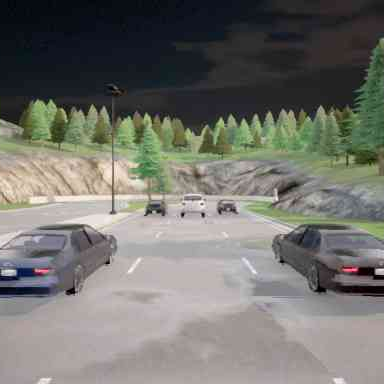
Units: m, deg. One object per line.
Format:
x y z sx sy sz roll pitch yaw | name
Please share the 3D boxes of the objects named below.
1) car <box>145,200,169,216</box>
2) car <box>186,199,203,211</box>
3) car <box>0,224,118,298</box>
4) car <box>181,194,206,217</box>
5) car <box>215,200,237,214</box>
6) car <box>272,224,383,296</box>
-3.395 1.507 32.409 1.837 1.490 4.892 0 1 0 | car
0.383 1.564 42.033 1.994 1.385 4.181 0 0 3 | car
-3.399 1.547 8.707 2.033 1.411 5.357 0 0 0 | car
0.095 1.219 31.615 2.150 2.045 5.566 0 0 0 | car
3.645 1.526 35.504 1.812 1.442 4.674 0 0 1 | car
3.601 1.547 8.794 2.033 1.411 5.357 0 0 0 | car
